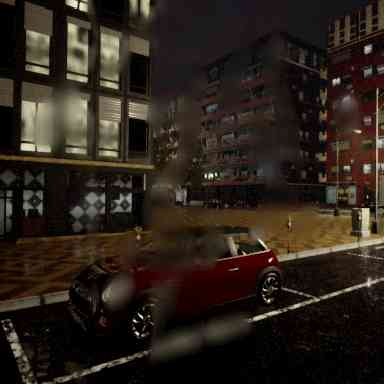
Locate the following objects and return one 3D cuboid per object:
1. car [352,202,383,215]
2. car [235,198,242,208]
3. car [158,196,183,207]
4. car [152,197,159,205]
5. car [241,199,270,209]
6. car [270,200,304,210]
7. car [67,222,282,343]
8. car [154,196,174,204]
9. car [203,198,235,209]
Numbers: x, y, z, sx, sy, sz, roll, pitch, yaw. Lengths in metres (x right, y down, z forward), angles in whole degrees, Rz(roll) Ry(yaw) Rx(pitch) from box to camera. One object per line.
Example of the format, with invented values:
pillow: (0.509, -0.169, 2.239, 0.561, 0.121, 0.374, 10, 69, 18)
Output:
car: (19.964, 1.729, 36.716, 1.947, 1.339, 4.313, 1, -1, -35)
car: (6.903, 1.725, 55.261, 1.967, 1.590, 4.097, 1, -1, -35)
car: (-3.217, 1.733, 55.076, 1.887, 1.381, 4.507, 1, -1, -35)
car: (-6.482, 1.763, 59.712, 1.887, 1.381, 4.507, 1, -1, -35)
car: (10.168, 1.799, 50.625, 1.887, 1.381, 4.507, 1, -1, -35)
car: (13.433, 1.806, 45.988, 1.802, 1.307, 4.206, 1, -1, -35)
car: (-0.200, 1.441, 6.395, 4.097, 1.590, 1.967, 0, 1, -35)
car: (-6.158, 1.724, 73.807, 2.192, 1.841, 5.009, 1, -1, -35)
car: (3.314, 1.677, 45.803, 2.008, 1.369, 4.403, 1, -1, -35)
